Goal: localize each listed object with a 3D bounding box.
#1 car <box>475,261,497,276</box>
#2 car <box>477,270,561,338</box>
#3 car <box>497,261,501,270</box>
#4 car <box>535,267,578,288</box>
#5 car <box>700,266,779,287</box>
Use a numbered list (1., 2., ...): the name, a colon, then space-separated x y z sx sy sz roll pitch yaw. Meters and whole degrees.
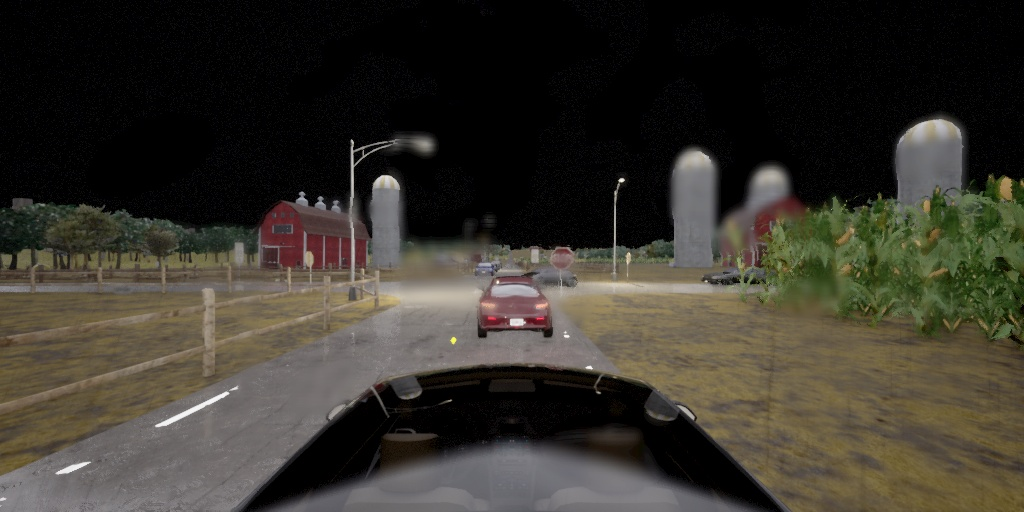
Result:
1. car: -2.920 1.432 39.903 1.812 1.442 4.674 0 0 0
2. car: 0.035 1.282 10.125 1.812 1.442 4.674 0 0 -2
3. car: -2.933 1.529 48.929 1.994 1.385 4.181 0 0 0
4. car: 2.198 1.400 23.138 4.181 1.385 1.994 0 0 -31
5. car: 16.557 1.451 25.660 5.357 1.411 2.033 1 1 0
